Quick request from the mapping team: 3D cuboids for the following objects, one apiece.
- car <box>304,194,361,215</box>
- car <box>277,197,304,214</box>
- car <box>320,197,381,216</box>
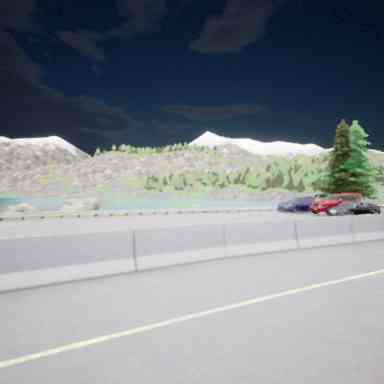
[{"bbox_3d":[13.862,1.182,31.699,5.566,2.045,2.150,0,0,-24],"label":"car"},{"bbox_3d":[10.987,1.300,34.179,4.553,1.767,2.097,0,0,-25],"label":"car"},{"bbox_3d":[13.443,1.460,27.609,4.902,1.511,2.128,0,0,-25],"label":"car"}]
